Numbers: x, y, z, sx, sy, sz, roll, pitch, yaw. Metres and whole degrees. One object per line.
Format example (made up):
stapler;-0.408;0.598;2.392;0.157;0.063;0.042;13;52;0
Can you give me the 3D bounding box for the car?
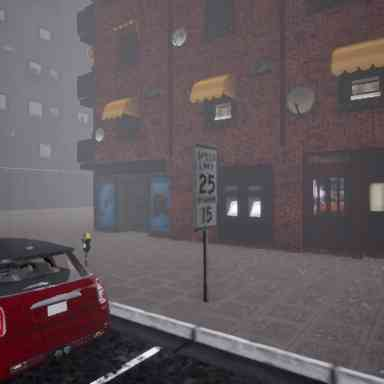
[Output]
car;-3.215;1.439;5.170;4.097;1.590;1.967;0;0;36
